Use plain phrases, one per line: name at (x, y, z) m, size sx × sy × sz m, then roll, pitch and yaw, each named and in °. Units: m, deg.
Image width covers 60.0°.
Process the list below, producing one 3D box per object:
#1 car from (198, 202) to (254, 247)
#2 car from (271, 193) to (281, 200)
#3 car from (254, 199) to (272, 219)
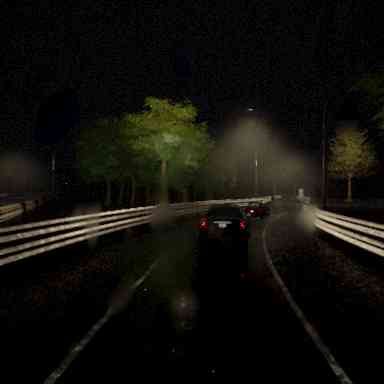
car at (1.627, 1.357, 15.358) m, size 2.097 × 1.767 × 4.553 m, roll 1°, pitch 0°, yaw 11°
car at (22.654, 1.202, 89.775) m, size 2.150 × 2.045 × 5.566 m, roll 0°, pitch 0°, yaw 4°
car at (5.713, 1.582, 29.559) m, size 1.994 × 1.385 × 4.181 m, roll 0°, pitch 0°, yaw 21°
